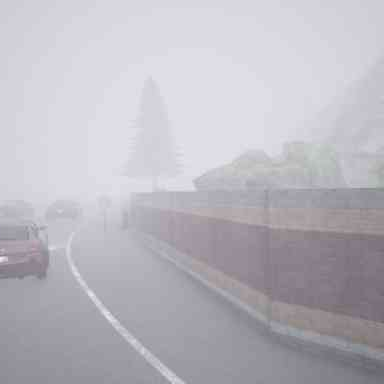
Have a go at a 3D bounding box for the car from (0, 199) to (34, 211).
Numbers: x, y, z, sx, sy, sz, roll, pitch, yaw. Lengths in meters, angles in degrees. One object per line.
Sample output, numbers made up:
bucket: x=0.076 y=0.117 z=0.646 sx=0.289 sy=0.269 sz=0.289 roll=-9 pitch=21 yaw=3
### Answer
car: x=-12.602 y=1.217 z=23.505 sx=1.812 sy=1.442 sz=4.674 roll=-1 pitch=1 yaw=-11

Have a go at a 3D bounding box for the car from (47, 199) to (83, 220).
car: x=-9.131 y=1.216 z=24.013 sx=1.994 sy=1.385 sz=4.181 roll=-1 pitch=1 yaw=-11

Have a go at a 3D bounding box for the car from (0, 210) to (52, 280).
car: x=-5.034 y=1.437 z=9.164 sx=1.994 sy=1.385 sz=4.181 roll=-1 pitch=1 yaw=-24
